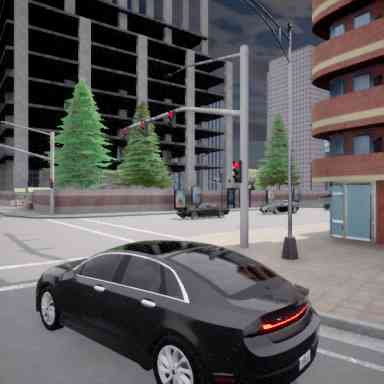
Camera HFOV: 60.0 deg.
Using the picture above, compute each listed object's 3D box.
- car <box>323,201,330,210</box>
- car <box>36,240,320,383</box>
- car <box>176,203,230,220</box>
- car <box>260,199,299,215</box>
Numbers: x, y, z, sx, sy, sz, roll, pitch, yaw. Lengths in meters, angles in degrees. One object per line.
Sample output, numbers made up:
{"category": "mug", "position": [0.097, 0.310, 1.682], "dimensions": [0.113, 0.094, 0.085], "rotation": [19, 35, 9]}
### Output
{"category": "car", "position": [18.419, 1.407, 41.536], "dimensions": [4.553, 1.767, 2.097], "rotation": [0, 0, -34]}
{"category": "car", "position": [-0.634, 1.505, 5.094], "dimensions": [4.892, 1.490, 1.837], "rotation": [0, 0, 41]}
{"category": "car", "position": [0.964, 1.656, 29.152], "dimensions": [4.718, 1.301, 1.895], "rotation": [0, 0, -35]}
{"category": "car", "position": [9.251, 1.547, 35.053], "dimensions": [4.902, 1.511, 2.128], "rotation": [0, 0, -35]}
